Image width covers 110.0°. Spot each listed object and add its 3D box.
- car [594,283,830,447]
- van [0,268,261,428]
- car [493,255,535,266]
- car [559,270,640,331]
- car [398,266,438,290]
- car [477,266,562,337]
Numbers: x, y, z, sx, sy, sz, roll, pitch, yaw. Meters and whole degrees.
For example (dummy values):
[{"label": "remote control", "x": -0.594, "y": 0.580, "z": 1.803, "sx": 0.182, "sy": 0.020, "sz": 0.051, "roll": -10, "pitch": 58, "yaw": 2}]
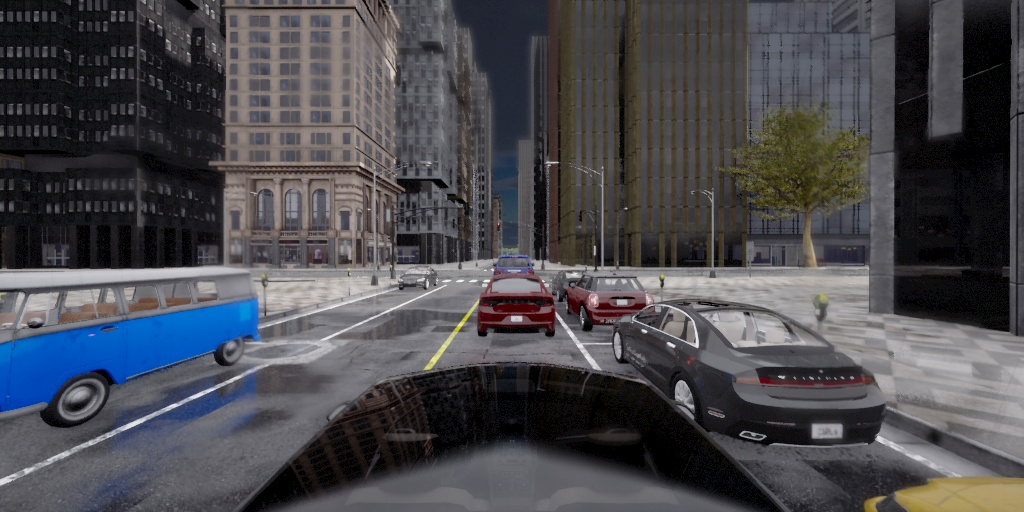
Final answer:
[{"label": "car", "x": 2.769, "y": 1.300, "z": 5.323, "sx": 2.007, "sy": 1.370, "sz": 4.403, "roll": 0, "pitch": 0, "yaw": 0}, {"label": "van", "x": -5.756, "y": 1.090, "z": 5.335, "sx": 1.690, "sy": 1.789, "sz": 3.998, "roll": 0, "pitch": 0, "yaw": 0}, {"label": "car", "x": 0.103, "y": 0.967, "z": 20.234, "sx": 2.150, "sy": 2.045, "sz": 5.566, "roll": 0, "pitch": 0, "yaw": 0}, {"label": "car", "x": 2.777, "y": 1.188, "z": 10.965, "sx": 1.967, "sy": 1.591, "sz": 4.097, "roll": 0, "pitch": 0, "yaw": 0}, {"label": "car", "x": -5.732, "y": 1.296, "z": 22.258, "sx": 2.007, "sy": 1.370, "sz": 4.403, "roll": 0, "pitch": 0, "yaw": 0}, {"label": "car", "x": 0.106, "y": 1.226, "z": 10.350, "sx": 1.882, "sy": 1.535, "sz": 5.008, "roll": 0, "pitch": 0, "yaw": 0}]
